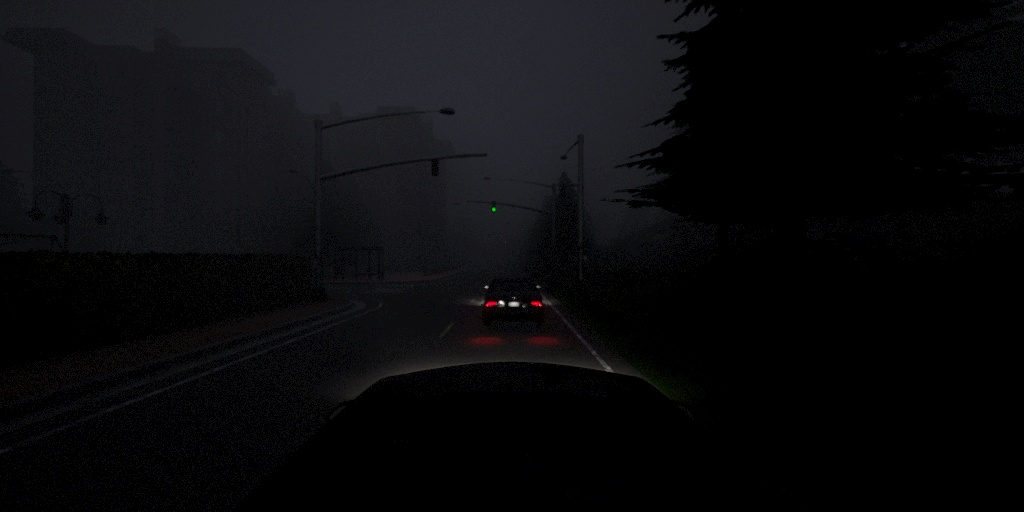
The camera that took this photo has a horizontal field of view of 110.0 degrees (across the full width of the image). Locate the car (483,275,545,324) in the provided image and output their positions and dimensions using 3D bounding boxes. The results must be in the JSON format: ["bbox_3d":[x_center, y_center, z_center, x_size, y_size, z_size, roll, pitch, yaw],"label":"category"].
[{"bbox_3d":[0.030,1.354,12.126,2.033,1.411,5.357,0,0,0],"label":"car"}]
